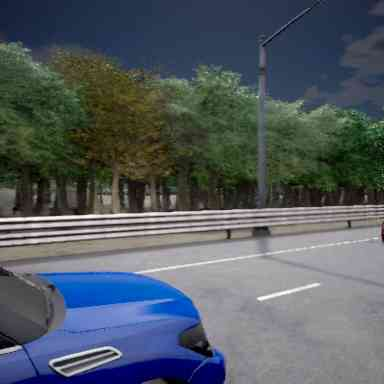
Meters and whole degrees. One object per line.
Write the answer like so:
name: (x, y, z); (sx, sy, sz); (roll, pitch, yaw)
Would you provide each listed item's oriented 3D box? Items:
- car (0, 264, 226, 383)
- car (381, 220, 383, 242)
car: (-2.364, 1.212, 2.052); (5.566, 2.045, 2.150); (0, 0, -36)
car: (10.682, 1.400, 15.154); (4.553, 1.767, 2.097); (0, 0, -33)
